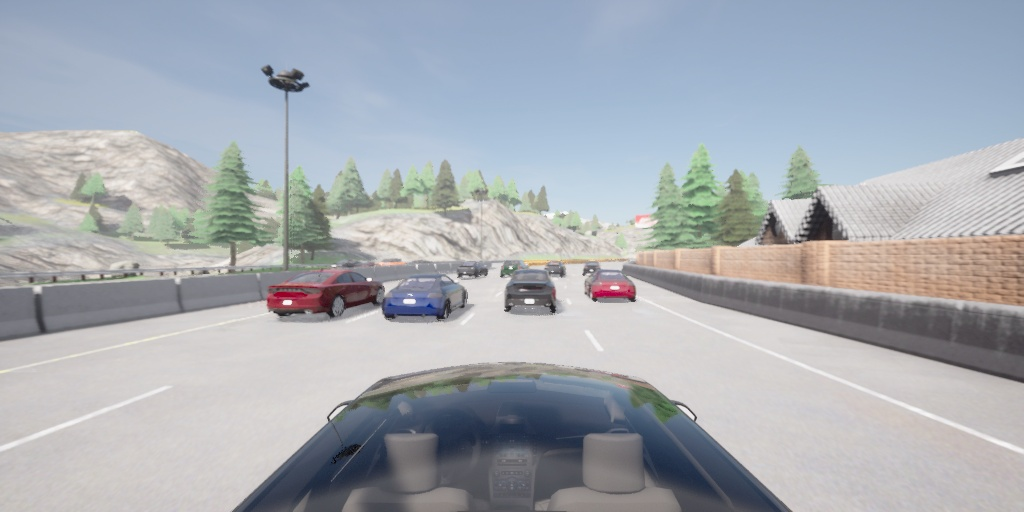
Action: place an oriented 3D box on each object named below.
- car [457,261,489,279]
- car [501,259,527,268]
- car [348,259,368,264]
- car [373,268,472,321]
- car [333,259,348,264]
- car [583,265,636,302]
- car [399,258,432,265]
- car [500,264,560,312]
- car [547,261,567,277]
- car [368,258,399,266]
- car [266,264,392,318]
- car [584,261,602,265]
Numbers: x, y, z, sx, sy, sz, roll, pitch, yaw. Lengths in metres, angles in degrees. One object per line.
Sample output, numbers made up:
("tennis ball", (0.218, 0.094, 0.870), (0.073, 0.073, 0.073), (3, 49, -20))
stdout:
("car", (-3.504, 1.227, 32.717), (2.128, 1.511, 4.902), (0, 0, 12))
("car", (0.360, 1.098, 34.005), (2.097, 1.767, 4.553), (0, 0, 12))
("car", (-18.468, 1.257, 46.026), (1.994, 1.385, 4.181), (0, 0, 15))
("car", (-2.865, 1.304, 12.551), (1.994, 1.385, 4.181), (0, 0, 4))
("car", (-21.734, 1.176, 47.359), (2.128, 1.511, 4.902), (0, 0, 16))
("car", (4.617, 1.324, 17.328), (1.994, 1.385, 4.181), (0, 0, 6))
("car", (-11.598, 1.217, 44.679), (1.837, 1.490, 4.892), (0, 0, 16))
("car", (0.778, 1.255, 14.280), (1.837, 1.490, 4.892), (0, 0, 5))
("car", (4.342, 1.249, 35.701), (2.128, 1.511, 4.902), (0, 0, 13))
("car", (-15.237, 1.052, 44.553), (2.097, 1.767, 4.553), (0, 0, 15))
("car", (-6.349, 1.208, 12.899), (1.882, 1.535, 5.008), (0, 0, 4))
("car", (8.631, 1.294, 38.379), (1.812, 1.442, 4.674), (0, 0, 15))
